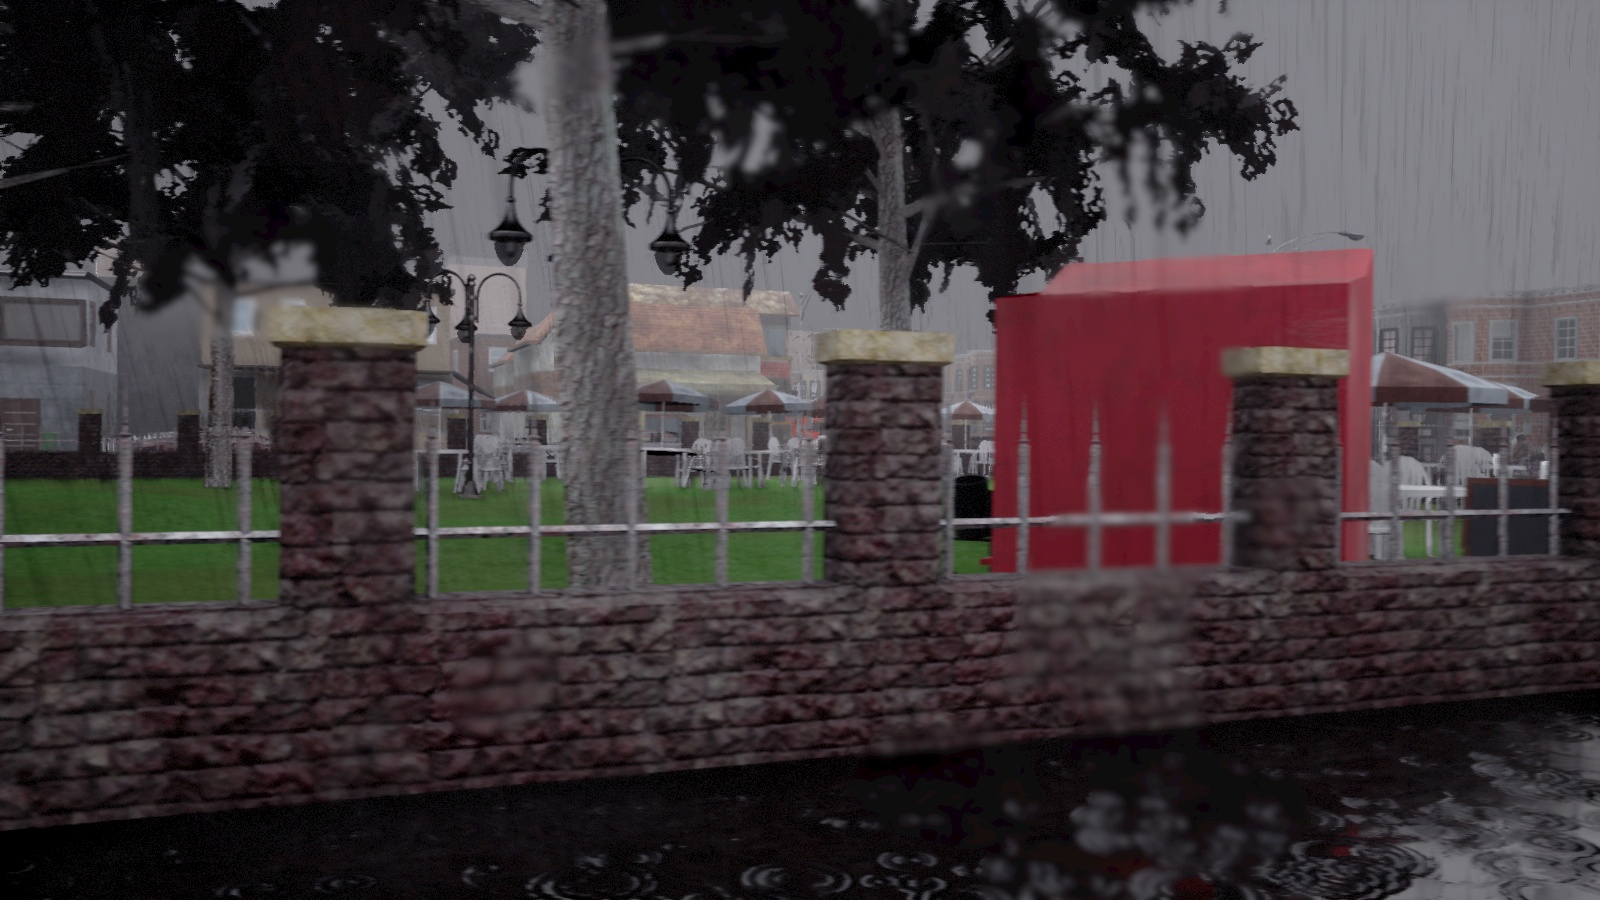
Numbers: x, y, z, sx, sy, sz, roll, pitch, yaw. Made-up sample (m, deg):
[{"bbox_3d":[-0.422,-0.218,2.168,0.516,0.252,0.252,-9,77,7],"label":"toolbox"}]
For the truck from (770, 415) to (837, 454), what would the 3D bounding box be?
[{"bbox_3d":[0.159,-1.016,81.453,2.627,2.467,5.204,-1,1,-21],"label":"truck"}]

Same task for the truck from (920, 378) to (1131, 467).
[{"bbox_3d":[9.139,-1.117,51.194,7.936,3.462,2.891,-1,0,-12],"label":"truck"}]

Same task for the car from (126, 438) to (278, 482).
[{"bbox_3d":[-20.966,0.331,44.231,4.674,1.442,1.812,-1,1,-21],"label":"car"}]

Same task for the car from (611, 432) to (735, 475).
[{"bbox_3d":[-4.665,0.112,46.115,4.193,1.474,1.816,-1,1,-21],"label":"car"}]
